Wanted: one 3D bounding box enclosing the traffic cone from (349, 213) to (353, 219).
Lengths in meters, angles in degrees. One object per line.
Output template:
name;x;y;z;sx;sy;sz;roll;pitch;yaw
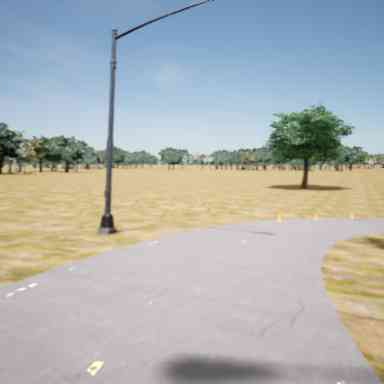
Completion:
traffic cone;15.380;2.289;31.957;0.340;0.580;0.340;2;3;-28

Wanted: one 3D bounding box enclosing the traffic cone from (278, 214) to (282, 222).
traffic cone;6.727;1.975;25.555;0.340;0.580;0.340;2;2;-45

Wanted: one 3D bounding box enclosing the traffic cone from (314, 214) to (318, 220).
traffic cone;10.823;2.118;29.072;0.340;0.580;0.340;2;3;-37
